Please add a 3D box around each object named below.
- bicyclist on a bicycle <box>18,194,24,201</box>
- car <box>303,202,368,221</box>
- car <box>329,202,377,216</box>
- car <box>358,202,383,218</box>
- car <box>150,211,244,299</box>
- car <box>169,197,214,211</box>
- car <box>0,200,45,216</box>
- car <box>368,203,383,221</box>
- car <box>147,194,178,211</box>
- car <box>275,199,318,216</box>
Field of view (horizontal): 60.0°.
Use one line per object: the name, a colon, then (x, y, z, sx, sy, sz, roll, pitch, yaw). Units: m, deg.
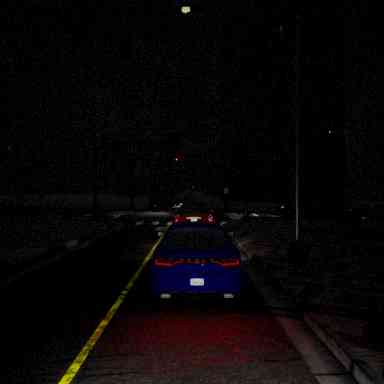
bicyclist on a bicycle: (-20.502, 1.031, 39.724, 0.582, 1.620, 1.656, 1, 0, 0)
car: (12.131, 1.774, 28.339, 4.313, 1.339, 1.947, 1, -1, 0)
car: (17.781, 1.841, 36.864, 4.403, 1.369, 2.008, 1, -1, 0)
car: (19.914, 1.852, 34.191, 4.674, 1.442, 1.812, 1, 0, 0)
car: (0.099, 1.478, 8.499, 1.882, 1.535, 5.008, 0, 0, 0)
car: (0.118, 1.352, 17.653, 2.097, 1.767, 4.553, 0, 0, 1)
car: (-14.777, 1.367, 28.240, 4.403, 1.369, 2.008, 1, -1, 0)
car: (17.944, 1.824, 28.340, 4.829, 1.417, 1.752, 1, -1, 0)
car: (-3.686, 1.223, 40.101, 2.150, 2.045, 5.566, 0, 0, 10)
car: (10.947, 1.539, 34.188, 4.553, 1.767, 2.097, 1, 0, 0)
